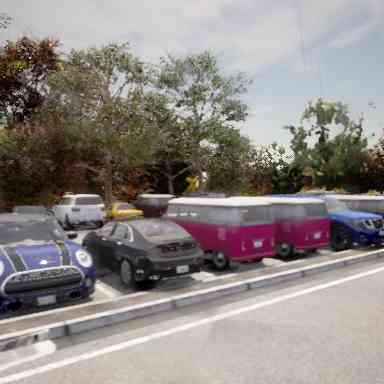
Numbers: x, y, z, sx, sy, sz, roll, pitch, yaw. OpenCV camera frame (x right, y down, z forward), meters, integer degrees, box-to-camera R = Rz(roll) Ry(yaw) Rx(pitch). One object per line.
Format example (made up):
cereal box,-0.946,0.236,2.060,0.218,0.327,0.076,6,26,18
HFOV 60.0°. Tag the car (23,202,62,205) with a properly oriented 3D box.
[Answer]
car,-9.597,1.488,19.727,2.163,1.488,4.792,0,0,-36

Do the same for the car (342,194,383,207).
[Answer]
car,21.990,1.050,42.370,2.231,1.521,4.892,-1,1,-36

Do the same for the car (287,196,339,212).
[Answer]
car,12.969,1.208,35.900,2.231,1.521,4.892,-1,1,-36

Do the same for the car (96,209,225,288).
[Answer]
car,-1.608,1.456,9.387,2.231,1.521,4.892,0,0,-36

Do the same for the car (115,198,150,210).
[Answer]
car,-5.207,1.420,23.131,1.946,1.575,5.366,0,0,-36

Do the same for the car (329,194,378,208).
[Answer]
car,19.733,1.088,40.754,2.097,1.535,5.008,-1,1,-36

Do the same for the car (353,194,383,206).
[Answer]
car,24.234,1.039,44.003,2.163,1.488,4.792,-1,1,-36

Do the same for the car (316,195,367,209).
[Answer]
car,17.476,1.128,39.138,2.097,1.535,5.008,-1,1,-36

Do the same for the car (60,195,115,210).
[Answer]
car,-7.374,1.190,21.387,2.435,2.045,5.566,0,0,-36

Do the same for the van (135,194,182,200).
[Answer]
van,-2.911,1.180,24.689,1.878,1.987,4.442,0,0,-36

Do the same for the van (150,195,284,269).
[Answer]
van,0.599,1.211,11.117,1.878,1.987,4.442,0,0,-36

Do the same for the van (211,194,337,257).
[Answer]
van,2.879,1.193,12.748,1.878,1.987,4.442,0,0,-36

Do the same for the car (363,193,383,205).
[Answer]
car,26.615,0.967,45.443,1.946,1.575,5.366,-1,1,-36

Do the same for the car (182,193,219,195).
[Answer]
car,-0.602,1.136,26.232,2.435,2.045,5.566,0,0,-36

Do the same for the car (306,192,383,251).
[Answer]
car,5.243,1.149,14.262,2.435,2.045,5.566,0,0,-36

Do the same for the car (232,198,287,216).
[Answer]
car,6.212,1.343,31.036,2.163,1.488,4.792,-1,0,-36

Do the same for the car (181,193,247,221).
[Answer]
car,1.689,1.113,27.802,2.435,2.045,5.566,-1,0,-36

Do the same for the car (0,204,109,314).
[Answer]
car,-3.910,1.347,7.786,2.185,1.767,4.553,0,0,-36
